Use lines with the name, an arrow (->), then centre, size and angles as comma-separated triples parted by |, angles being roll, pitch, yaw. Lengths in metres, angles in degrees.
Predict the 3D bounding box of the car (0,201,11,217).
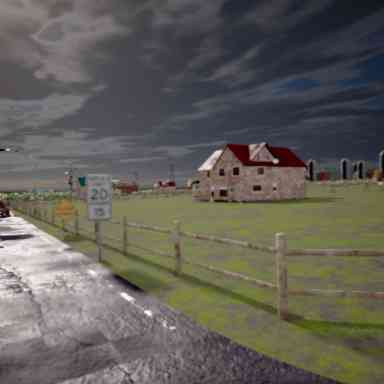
car -> -22.064, 2.106, 38.196 | 1.812, 1.442, 4.674 | -2, 0, -32

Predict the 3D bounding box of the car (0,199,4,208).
car -> -42.777, 2.525, 73.333 | 2.097, 1.767, 4.553 | -2, 0, -32

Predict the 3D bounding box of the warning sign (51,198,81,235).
warning sign -> -6.816, 1.286, 17.996 | 1.300, 1.860, 1.060 | -1, 0, -32
